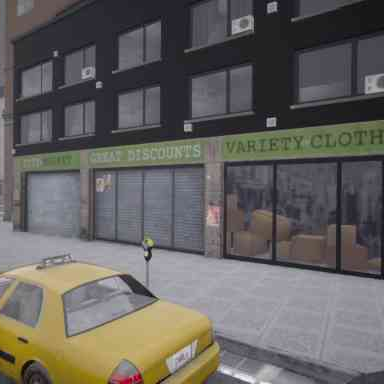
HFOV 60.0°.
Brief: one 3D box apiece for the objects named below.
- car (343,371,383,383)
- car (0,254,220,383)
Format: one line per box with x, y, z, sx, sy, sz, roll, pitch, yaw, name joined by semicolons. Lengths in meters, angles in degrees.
2.717;1.551;1.156;4.403;1.369;2.008;0;1;35;car
-1.975;1.524;4.491;4.829;1.417;1.752;0;1;35;car
